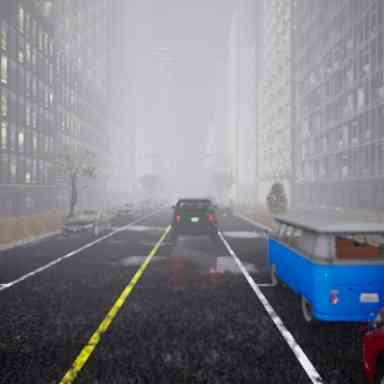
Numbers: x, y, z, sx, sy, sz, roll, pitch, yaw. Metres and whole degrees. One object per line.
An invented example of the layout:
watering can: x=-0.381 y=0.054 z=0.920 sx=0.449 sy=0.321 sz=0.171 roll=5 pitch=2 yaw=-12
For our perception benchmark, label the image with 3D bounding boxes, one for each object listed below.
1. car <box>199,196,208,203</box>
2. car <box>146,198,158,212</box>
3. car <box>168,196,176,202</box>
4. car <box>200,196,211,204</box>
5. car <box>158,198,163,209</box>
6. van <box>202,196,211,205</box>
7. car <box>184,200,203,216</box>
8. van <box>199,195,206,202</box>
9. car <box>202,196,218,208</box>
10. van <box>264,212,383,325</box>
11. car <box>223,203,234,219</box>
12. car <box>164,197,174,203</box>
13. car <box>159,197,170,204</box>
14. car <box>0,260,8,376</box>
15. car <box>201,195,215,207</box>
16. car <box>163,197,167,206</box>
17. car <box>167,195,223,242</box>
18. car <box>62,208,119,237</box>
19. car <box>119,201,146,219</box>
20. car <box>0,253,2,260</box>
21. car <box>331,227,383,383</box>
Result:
car: x=2.784 y=1.759 z=80.778 sx=1.967 sy=1.590 sz=4.097 roll=-1 pitch=0 yaw=0
car: x=-5.646 y=1.746 z=41.002 sx=1.802 sy=1.307 sz=4.206 roll=-1 pitch=0 yaw=0
car: x=-5.581 y=1.801 z=92.156 sx=1.967 sy=1.590 sz=4.097 roll=-1 pitch=0 yaw=0
car: x=2.770 y=1.715 z=69.411 sx=1.967 sy=1.590 sz=4.097 roll=-1 pitch=0 yaw=0
car: x=-5.640 y=1.626 z=46.687 sx=1.967 sy=1.590 sz=4.097 roll=-1 pitch=0 yaw=0
van: x=2.761 y=1.594 z=63.728 sx=1.690 sy=1.788 sz=3.998 roll=-1 pitch=0 yaw=0
car: x=0.146 y=1.645 z=35.113 sx=1.837 sy=1.490 sz=4.892 roll=0 pitch=0 yaw=0
van: x=2.790 y=1.681 z=86.461 sx=1.690 sy=1.788 sz=3.998 roll=-1 pitch=0 yaw=0
car: x=2.746 y=1.524 z=52.360 sx=2.192 sy=1.841 sz=5.009 roll=-1 pitch=0 yaw=0
van: x=2.689 y=1.370 z=6.891 sx=1.690 sy=1.788 sz=3.998 roll=-1 pitch=0 yaw=0
car: x=2.720 y=1.670 z=29.625 sx=2.008 sy=1.369 sz=4.403 roll=-1 pitch=0 yaw=0
car: x=-5.595 y=1.869 z=80.788 sx=2.008 sy=1.369 sz=4.403 roll=-1 pitch=0 yaw=0
car: x=-5.610 y=1.841 z=69.421 sx=1.947 sy=1.339 sz=4.313 roll=-1 pitch=0 yaw=0
car: x=-3.097 y=1.573 z=2.085 sx=1.994 sy=1.385 sz=4.181 roll=0 pitch=0 yaw=0
car: x=2.754 y=1.546 z=58.045 sx=2.192 sy=1.841 sz=5.009 roll=-1 pitch=0 yaw=0
car: x=-5.625 y=1.756 z=57.884 sx=1.752 sy=1.417 sz=4.829 roll=-1 pitch=0 yaw=0
car: x=0.121 y=1.290 z=16.897 sx=2.150 sy=2.045 sz=5.566 roll=0 pitch=0 yaw=0
car: x=-5.676 y=1.624 z=18.269 sx=2.008 sy=1.369 sz=4.403 roll=-1 pitch=0 yaw=0
car: x=-5.661 y=1.670 z=29.635 sx=2.008 sy=1.369 sz=4.403 roll=-1 pitch=0 yaw=0
car: x=-5.690 y=1.610 z=6.901 sx=1.802 sy=1.307 sz=4.206 roll=-1 pitch=0 yaw=0
car: x=2.681 y=1.321 z=1.208 sx=2.192 sy=1.841 sz=5.009 roll=-1 pitch=0 yaw=0
